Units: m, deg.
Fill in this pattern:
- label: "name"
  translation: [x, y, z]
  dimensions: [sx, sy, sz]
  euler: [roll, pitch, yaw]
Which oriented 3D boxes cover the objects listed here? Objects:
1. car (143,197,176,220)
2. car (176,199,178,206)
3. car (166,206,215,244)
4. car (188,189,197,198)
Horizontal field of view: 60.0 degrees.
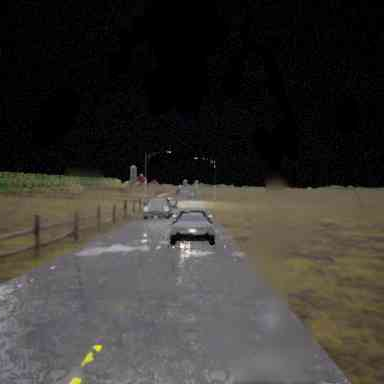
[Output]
- label: "car"
  translation: [-2.716, 1.262, 27.327]
  dimensions: [2.097, 1.767, 4.553]
  euler: [0, 1, 0]
- label: "car"
  translation: [-2.693, 1.326, 40.021]
  dimensions: [1.994, 1.385, 4.181]
  euler: [0, 1, 0]
- label: "car"
  translation: [0.024, 1.563, 15.787]
  dimensions: [1.994, 1.385, 4.181]
  euler: [0, 0, 0]
- label: "car"
  translation: [0.130, 0.703, 78.584]
  dimensions: [2.128, 1.511, 4.902]
  euler: [0, 1, 0]
